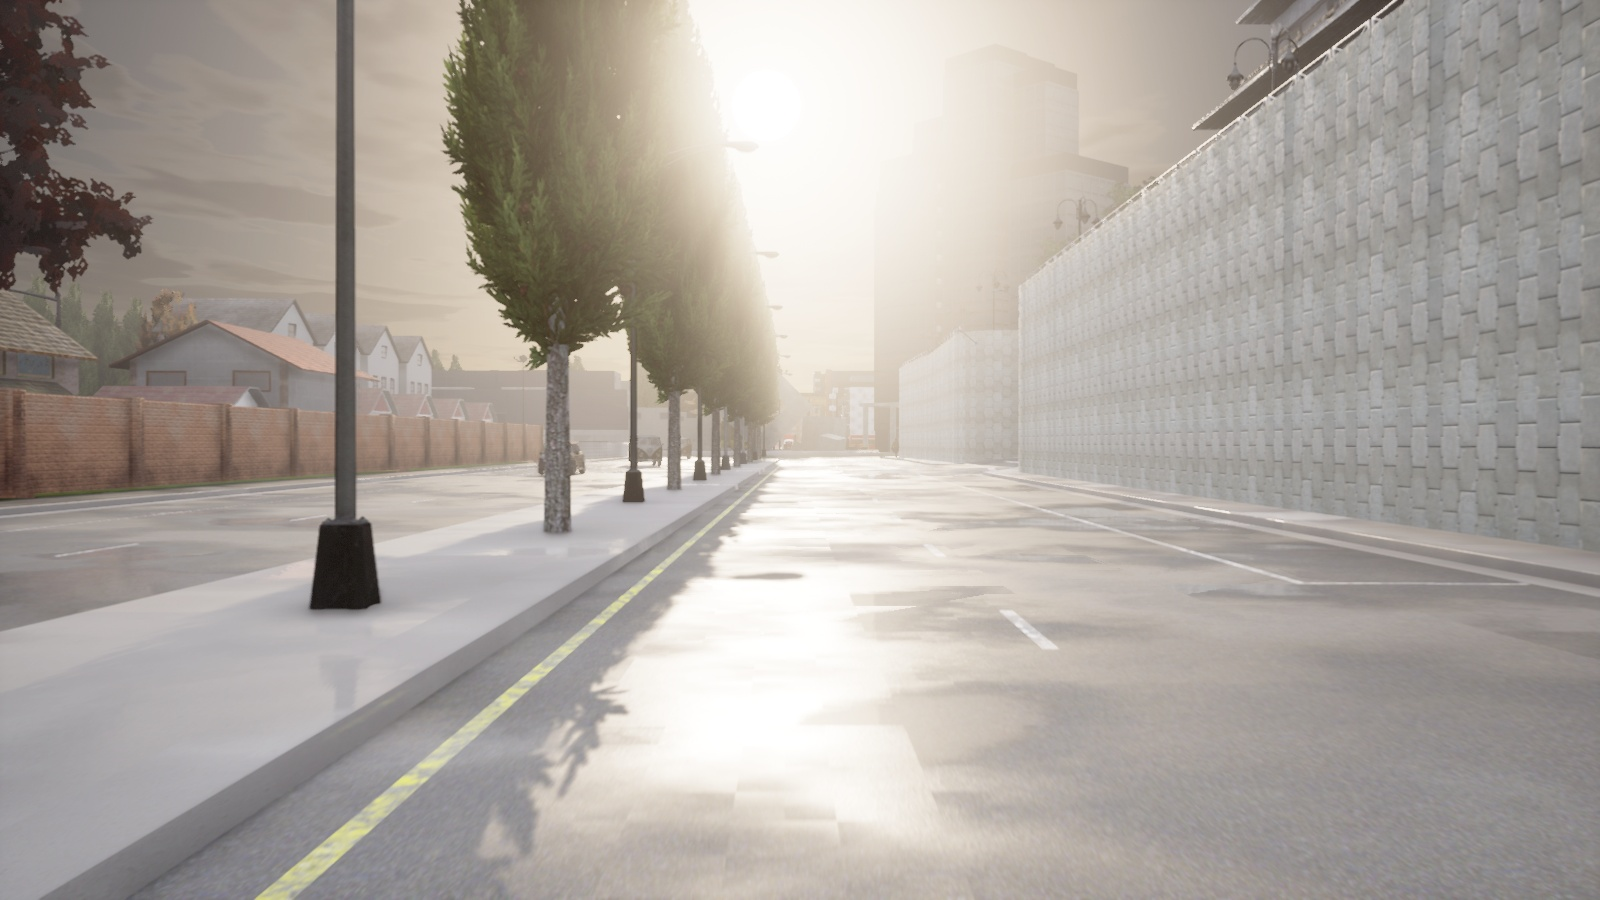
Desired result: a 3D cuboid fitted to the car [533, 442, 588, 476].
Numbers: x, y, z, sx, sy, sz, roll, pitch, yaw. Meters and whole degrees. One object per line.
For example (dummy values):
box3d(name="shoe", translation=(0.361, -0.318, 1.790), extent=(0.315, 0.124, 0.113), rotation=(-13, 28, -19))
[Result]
box3d(name="car", translation=(-11.169, 0.398, 58.680), extent=(1.845, 1.501, 3.633), rotation=(0, 0, 0))

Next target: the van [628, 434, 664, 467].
box3d(name="van", translation=(-9.786, 0.023, 79.631), extent=(1.775, 1.987, 4.442), rotation=(0, 0, -14))
